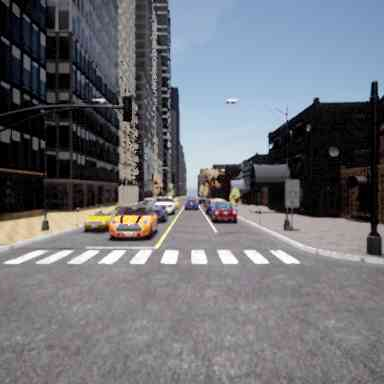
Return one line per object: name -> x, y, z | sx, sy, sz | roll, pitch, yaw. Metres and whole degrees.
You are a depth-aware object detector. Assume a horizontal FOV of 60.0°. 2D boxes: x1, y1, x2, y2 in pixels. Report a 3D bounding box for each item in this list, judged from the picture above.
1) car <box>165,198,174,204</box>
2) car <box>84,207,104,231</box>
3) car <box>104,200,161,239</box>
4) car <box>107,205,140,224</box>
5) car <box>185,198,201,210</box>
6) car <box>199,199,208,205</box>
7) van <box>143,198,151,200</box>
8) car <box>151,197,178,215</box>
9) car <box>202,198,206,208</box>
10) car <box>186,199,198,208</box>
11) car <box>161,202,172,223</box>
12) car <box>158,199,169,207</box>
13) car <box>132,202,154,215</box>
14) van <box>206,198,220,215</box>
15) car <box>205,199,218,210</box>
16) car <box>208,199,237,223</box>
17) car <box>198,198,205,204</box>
car -> -5.739, 2.335, 84.568 | 1.947, 1.339, 4.313 | -1, -1, 0
car -> -5.858, 1.728, 22.316 | 1.752, 1.417, 4.829 | -1, -1, 0
car -> -3.113, 1.520, 18.524 | 2.097, 1.767, 4.553 | 0, -1, 0
car -> -5.692, 1.821, 28.129 | 1.947, 1.339, 4.313 | -1, -1, 0
car -> -0.043, 1.810, 50.610 | 2.097, 1.767, 4.553 | 0, -1, 0
car -> 2.613, 2.282, 78.876 | 1.947, 1.339, 4.313 | -1, -1, 0
van -> -5.710, 1.749, 45.063 | 1.690, 1.788, 3.998 | -1, -1, 0
car -> -3.119, 1.573, 38.791 | 2.150, 2.045, 5.566 | 0, -1, 0
car -> 2.642, 1.671, 39.372 | 2.192, 1.841, 5.009 | -1, -1, 0
car -> -0.050, 2.029, 59.422 | 2.128, 1.511, 4.902 | 0, -1, 0
car -> -3.113, 1.821, 28.366 | 1.994, 1.385, 4.181 | 0, -1, 0
car -> -5.725, 2.137, 67.467 | 1.752, 1.417, 4.829 | -1, -1, 0
car -> -5.701, 1.923, 39.417 | 1.947, 1.339, 4.313 | -1, -1, 0
van -> 2.647, 1.646, 33.728 | 1.690, 1.788, 3.998 | -1, -1, 0
car -> 3.101, 1.992, 53.989 | 1.837, 1.490, 4.892 | 0, -1, 0
car -> 2.654, 1.694, 28.083 | 1.967, 1.590, 4.097 | -1, -1, 0
car -> 2.603, 2.364, 90.164 | 1.887, 1.381, 4.507 | -1, -1, 0
